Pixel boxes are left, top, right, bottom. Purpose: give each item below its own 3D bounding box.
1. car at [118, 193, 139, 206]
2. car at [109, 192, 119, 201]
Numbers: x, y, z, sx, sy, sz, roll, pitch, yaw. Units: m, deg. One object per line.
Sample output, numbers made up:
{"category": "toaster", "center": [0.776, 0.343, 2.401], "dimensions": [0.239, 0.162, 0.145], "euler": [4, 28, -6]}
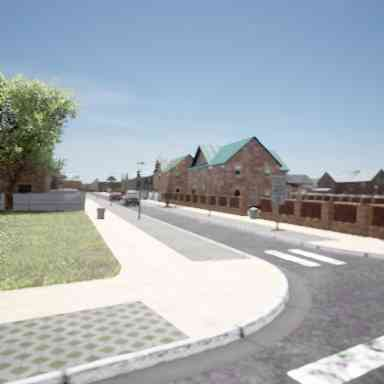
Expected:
{"category": "car", "center": [-7.829, 1.007, 42.475], "dimensions": [1.837, 1.490, 4.892], "euler": [1, 1, -20]}
{"category": "car", "center": [-12.869, 0.767, 56.159], "dimensions": [1.882, 1.535, 5.008], "euler": [1, 0, -20]}
